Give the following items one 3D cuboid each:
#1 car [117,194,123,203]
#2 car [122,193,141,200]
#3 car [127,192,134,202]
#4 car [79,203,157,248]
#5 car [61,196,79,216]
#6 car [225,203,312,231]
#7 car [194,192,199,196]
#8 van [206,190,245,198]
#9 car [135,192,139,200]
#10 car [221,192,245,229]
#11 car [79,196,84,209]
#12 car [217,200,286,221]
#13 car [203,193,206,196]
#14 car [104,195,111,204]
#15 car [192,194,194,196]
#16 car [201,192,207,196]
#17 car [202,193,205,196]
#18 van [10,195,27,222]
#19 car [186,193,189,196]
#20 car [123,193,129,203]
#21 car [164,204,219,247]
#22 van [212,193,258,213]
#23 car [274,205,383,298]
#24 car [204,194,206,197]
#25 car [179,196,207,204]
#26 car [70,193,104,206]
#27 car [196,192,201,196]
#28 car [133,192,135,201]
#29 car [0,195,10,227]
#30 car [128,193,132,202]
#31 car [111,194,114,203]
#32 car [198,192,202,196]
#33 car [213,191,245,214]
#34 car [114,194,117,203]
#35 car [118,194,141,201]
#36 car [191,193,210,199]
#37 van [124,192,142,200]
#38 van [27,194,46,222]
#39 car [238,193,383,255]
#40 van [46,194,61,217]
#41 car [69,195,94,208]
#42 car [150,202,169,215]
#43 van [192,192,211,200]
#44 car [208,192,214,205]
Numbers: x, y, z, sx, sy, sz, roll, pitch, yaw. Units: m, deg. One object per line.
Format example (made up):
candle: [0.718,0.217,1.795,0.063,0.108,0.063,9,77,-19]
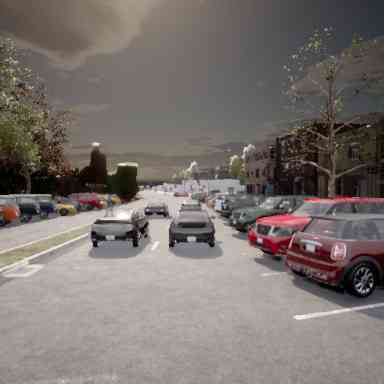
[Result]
car: [-13.705,1.374,50.999,5.008,1.535,2.097,-1,0,-21]
car: [-15.692,1.167,86.489,4.553,1.767,2.185,-1,0,-25]
car: [-14.095,1.346,62.843,5.008,1.535,2.097,-1,0,-22]
car: [-3.011,1.457,14.651,2.128,1.511,4.902,0,0,0]
car: [-13.336,1.420,30.265,5.366,1.575,1.946,-1,0,-20]
car: [4.693,1.457,20.410,4.792,1.488,2.163,1,0,-20]
car: [3.883,1.039,68.620,5.566,2.045,2.435,1,0,-23]
van: [4.525,1.144,41.431,4.442,1.987,1.878,1,0,-21]
car: [-14.550,1.200,71.724,4.553,1.767,2.185,-1,0,-23]
car: [4.710,1.184,17.401,5.566,2.045,2.435,1,0,-20]
car: [-13.551,1.448,33.161,4.792,1.488,2.163,-1,0,-20]
car: [4.701,1.412,26.432,5.008,1.535,2.097,1,0,-20]
car: [4.580,1.354,47.502,5.008,1.535,2.097,1,0,-21]
car: [-13.408,1.390,42.167,5.366,1.575,1.946,-1,0,-20]
car: [3.126,1.296,80.699,4.674,1.452,2.002,1,0,-25]
car: [4.439,1.210,53.539,4.553,1.767,2.185,1,0,-22]
car: [4.511,1.346,50.520,4.892,1.521,2.231,1,0,-21]
van: [-13.363,1.220,21.310,4.442,1.987,1.878,-1,0,-20]
car: [1.905,1.216,92.651,5.366,1.575,1.946,1,0,-26]
car: [-13.903,1.390,56.907,4.792,1.488,2.163,-1,0,-22]
car: [-0.011,1.478,14.661,1.837,1.490,4.892,0,0,0]
van: [4.558,1.161,35.406,4.442,1.987,1.878,1,0,-20]
car: [4.724,1.335,8.391,4.553,1.767,2.185,1,0,-20]
car: [4.777,1.362,44.560,5.366,1.575,1.946,1,0,-21]
car: [-0.073,1.417,29.668,2.128,1.511,4.902,0,0,0]
car: [-13.584,1.152,39.112,5.566,2.045,2.435,-1,0,-20]
car: [4.058,1.300,65.618,5.008,1.535,2.097,1,0,-23]
car: [-14.276,1.215,65.793,4.553,1.767,2.185,-1,0,-23]
car: [-13.486,1.204,18.279,5.566,2.045,2.435,-1,0,-20]
car: [-13.951,1.382,59.901,4.792,1.488,2.163,-1,0,-22]
car: [-13.606,1.389,45.066,4.892,1.521,2.231,-1,0,-21]
car: [4.287,1.318,59.584,5.008,1.535,2.097,1,0,-22]
car: [4.736,1.169,23.443,5.566,2.045,2.435,1,0,-20]
car: [-13.629,1.255,48.044,4.553,1.767,2.185,-1,0,-21]
car: [-15.627,1.300,83.449,5.366,1.575,1.946,-1,1,-25]
car: [2.395,1.104,89.738,4.553,1.767,2.185,1,0,-26]
van: [-15.902,1.059,89.475,4.442,1.987,1.878,-1,0,-25]
van: [-13.378,1.213,24.287,4.442,1.987,1.878,-1,0,-20]
car: [4.728,1.201,11.387,5.566,2.045,2.435,1,0,-20]
van: [-13.393,1.205,27.266,4.442,1.987,1.878,-1,0,-20]
car: [-13.513,1.440,36.164,4.792,1.488,2.163,-1,0,-20]
car: [-3.073,1.538,29.688,1.895,1.301,4.718,0,0,0]
van: [2.537,1.011,86.665,4.442,1.987,1.878,1,0,-25]
car: [4.714,1.153,29.451,5.566,2.045,2.435,1,0,-20]
